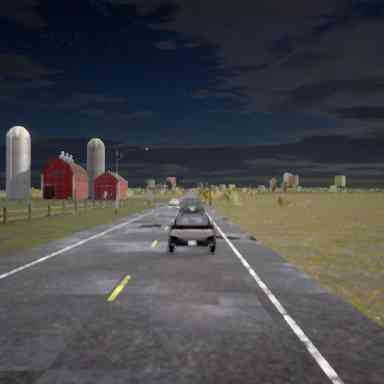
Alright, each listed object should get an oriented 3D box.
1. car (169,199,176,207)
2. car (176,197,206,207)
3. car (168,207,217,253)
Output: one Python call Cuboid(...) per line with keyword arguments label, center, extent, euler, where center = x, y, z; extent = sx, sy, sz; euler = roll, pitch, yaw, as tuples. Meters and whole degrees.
Cuboid(label="car", center=(-3.473, 2.093, 65.332), extent=(1.812, 1.442, 4.674), euler=(0, -1, 0))
Cuboid(label="car", center=(0.015, 1.480, 29.027), extent=(2.150, 2.045, 5.566), euler=(0, 0, 0))
Cuboid(label="car", center=(0.011, 1.625, 14.289), extent=(2.128, 1.511, 4.902), euler=(0, 0, 0))
